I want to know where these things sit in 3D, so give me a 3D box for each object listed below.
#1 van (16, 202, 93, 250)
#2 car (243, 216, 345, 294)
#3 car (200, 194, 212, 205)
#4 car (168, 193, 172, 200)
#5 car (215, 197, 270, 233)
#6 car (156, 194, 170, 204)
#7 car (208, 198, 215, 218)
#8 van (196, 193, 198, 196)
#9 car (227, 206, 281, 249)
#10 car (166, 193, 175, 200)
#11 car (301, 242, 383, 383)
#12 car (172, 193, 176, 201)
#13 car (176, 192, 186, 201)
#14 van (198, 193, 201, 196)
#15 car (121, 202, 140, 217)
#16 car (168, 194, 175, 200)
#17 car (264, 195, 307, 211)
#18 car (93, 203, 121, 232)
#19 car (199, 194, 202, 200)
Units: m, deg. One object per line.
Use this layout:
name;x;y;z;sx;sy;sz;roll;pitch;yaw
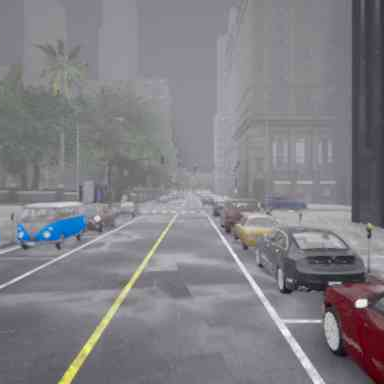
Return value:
van;-5.767;1.335;14.036;1.690;1.788;3.998;0;0;0
car;2.759;1.548;8.596;2.008;1.369;4.403;0;0;0
car;2.760;1.527;56.734;1.947;1.339;4.313;0;0;0
car;-5.766;1.388;67.594;1.967;1.590;4.097;0;0;0
car;2.758;1.307;19.446;2.192;1.841;5.009;0;0;0
car;-5.765;1.505;62.174;2.008;1.369;4.403;0;0;0
car;2.759;1.551;30.297;1.947;1.339;4.313;0;0;0
van;2.760;1.247;94.676;1.690;1.788;3.998;0;0;0
car;2.759;1.520;14.191;1.752;1.417;4.829;0;0;0
car;-5.766;1.230;89.276;2.192;1.841;5.009;0;0;0
car;2.758;1.544;3.171;1.887;1.381;4.507;0;0;0
car;-5.765;1.365;83.855;1.967;1.590;4.097;0;0;0
car;-3.000;1.141;85.680;2.150;2.045;5.566;0;0;0
van;2.759;1.283;72.995;1.690;1.788;3.998;0;0;0
car;-5.766;1.566;30.315;1.802;1.307;4.206;0;0;0
car;-5.765;1.431;94.526;1.752;1.417;4.829;0;0;0
car;11.542;1.416;41.813;5.566;2.045;2.150;1;0;0
car;-5.767;1.431;19.462;1.967;1.590;4.097;0;0;0
car;2.760;1.521;62.154;1.947;1.339;4.313;0;0;0
